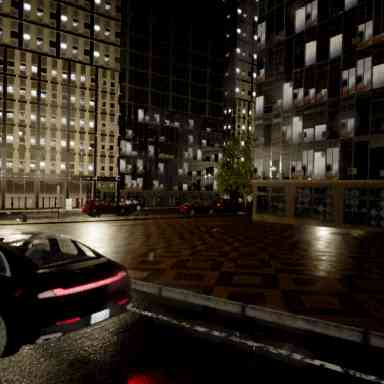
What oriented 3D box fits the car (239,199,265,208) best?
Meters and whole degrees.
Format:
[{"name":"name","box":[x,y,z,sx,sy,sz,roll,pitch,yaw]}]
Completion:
[{"name":"car","box":[10.259,1.934,56.545,4.206,1.307,1.802,1,1,-34]}]

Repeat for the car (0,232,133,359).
[{"name":"car","box":[-3.229,1.490,5.987,4.902,1.511,2.128,0,0,36]}]

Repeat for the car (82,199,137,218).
[{"name":"car","box":[-8.680,1.645,34.031,5.009,1.841,2.192,1,1,-34]}]

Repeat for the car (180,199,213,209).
[{"name":"car","box":[0.763,1.784,50.045,4.829,1.417,1.752,1,1,-34]}]

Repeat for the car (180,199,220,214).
[{"name":"car","box":[0.672,1.966,40.437,4.507,1.381,1.887,1,1,-34]}]

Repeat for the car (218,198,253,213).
[{"name":"car","box":[5.355,1.782,43.635,5.009,1.841,2.192,1,1,-34]}]

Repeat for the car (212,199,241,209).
[{"name":"car","box":[5.581,1.872,53.343,4.313,1.339,1.947,1,1,-34]}]

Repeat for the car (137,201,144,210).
[{"name":"car","box":[-8.454,1.720,43.739,4.403,1.369,2.008,1,1,-34]}]
